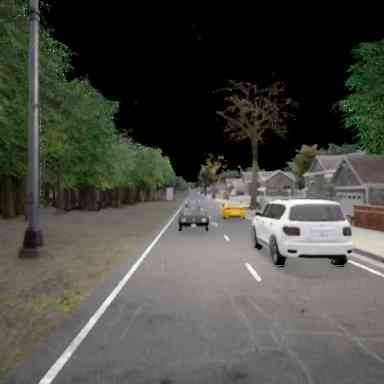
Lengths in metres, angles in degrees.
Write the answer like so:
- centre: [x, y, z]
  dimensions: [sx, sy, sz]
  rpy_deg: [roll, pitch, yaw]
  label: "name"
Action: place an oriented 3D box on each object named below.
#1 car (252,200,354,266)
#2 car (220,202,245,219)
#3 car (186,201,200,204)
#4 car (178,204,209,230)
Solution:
- centre: [3.607, 1.281, 11.880]
  dimensions: [2.150, 2.045, 5.566]
  rpy_deg: [0, 0, 0]
  label: "car"
- centre: [3.615, 1.628, 30.426]
  dimensions: [1.882, 1.535, 5.008]
  rpy_deg: [0, 0, 0]
  label: "car"
- centre: [0.122, 1.770, 41.997]
  dimensions: [1.994, 1.385, 4.181]
  rpy_deg: [0, 0, 0]
  label: "car"
- centre: [0.110, 1.710, 21.919]
  dimensions: [1.895, 1.301, 4.718]
  rpy_deg: [0, 0, 0]
  label: "car"
